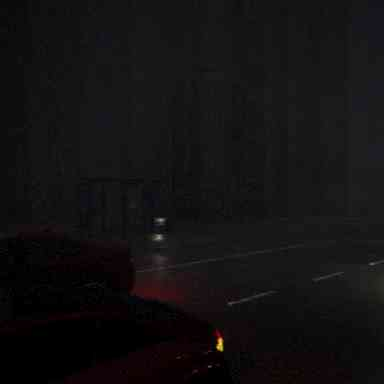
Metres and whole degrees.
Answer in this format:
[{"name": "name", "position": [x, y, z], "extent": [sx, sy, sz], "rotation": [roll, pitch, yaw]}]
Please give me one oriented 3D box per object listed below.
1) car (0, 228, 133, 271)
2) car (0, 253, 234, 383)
[{"name": "car", "position": [-3.490, 1.478, 6.006], "extent": [5.008, 1.535, 1.882], "rotation": [0, 0, -33]}, {"name": "car", "position": [-1.619, 1.564, 2.602], "extent": [4.181, 1.385, 1.994], "rotation": [0, 0, -40]}]
